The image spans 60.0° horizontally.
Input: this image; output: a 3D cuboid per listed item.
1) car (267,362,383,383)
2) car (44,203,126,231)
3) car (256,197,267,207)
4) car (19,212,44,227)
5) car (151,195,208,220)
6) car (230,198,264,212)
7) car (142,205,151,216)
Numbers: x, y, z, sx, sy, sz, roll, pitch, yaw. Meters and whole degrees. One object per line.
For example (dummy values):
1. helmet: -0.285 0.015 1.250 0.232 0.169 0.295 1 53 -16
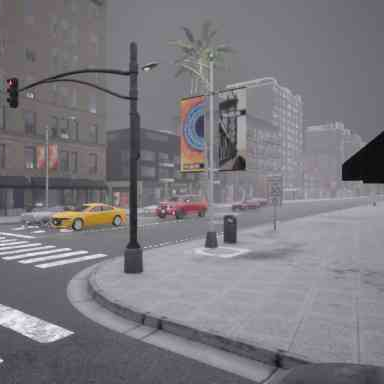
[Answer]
1. car: 2.206 1.551 1.274 4.403 1.369 2.008 0 0 35
2. car: -6.491 1.496 21.325 1.882 1.535 5.008 0 0 35
3. car: 9.606 1.558 49.687 1.882 1.535 5.008 0 0 36
4. car: -9.254 1.615 23.065 1.895 1.301 4.718 0 0 35
5. car: -0.765 1.257 29.457 2.150 2.045 5.566 0 0 35
6. car: 6.422 1.662 39.634 1.895 1.301 4.718 0 0 35
7. car: -2.794 1.558 32.219 1.812 1.442 4.674 0 0 35
